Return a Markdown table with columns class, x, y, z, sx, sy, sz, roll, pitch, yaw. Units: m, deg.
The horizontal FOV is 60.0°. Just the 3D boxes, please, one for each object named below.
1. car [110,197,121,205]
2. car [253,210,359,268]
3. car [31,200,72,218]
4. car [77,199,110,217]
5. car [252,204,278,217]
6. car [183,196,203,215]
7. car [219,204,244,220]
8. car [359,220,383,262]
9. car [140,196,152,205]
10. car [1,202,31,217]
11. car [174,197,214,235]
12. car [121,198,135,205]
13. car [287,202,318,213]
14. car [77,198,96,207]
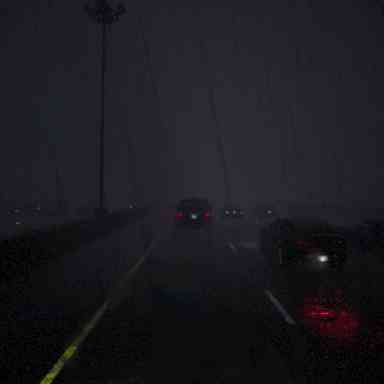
| class | x | y | z | sx | sy | sz | roll | pitch | yaw |
| --- | --- | --- | --- | --- | --- | --- | --- | --- | --- |
| car | -17.488 | 1.951 | 75.939 | 2.097 | 1.767 | 4.553 | 0 | -1 | 0 |
| car | 3.602 | 1.601 | 11.586 | 1.837 | 1.490 | 4.892 | 0 | 0 | 0 |
| car | -14.086 | 1.636 | 34.103 | 2.097 | 1.767 | 4.553 | 0 | 0 | 0 |
| car | -10.588 | 1.771 | 35.254 | 1.882 | 1.535 | 5.008 | 0 | 0 | 0 |
| car | 7.106 | 1.832 | 32.445 | 1.994 | 1.385 | 4.181 | 0 | 0 | 0 |
| car | 0.110 | 1.549 | 39.479 | 2.150 | 2.045 | 5.566 | 0 | 0 | 0 |
| car | 3.605 | 1.802 | 30.737 | 2.033 | 1.411 | 5.357 | 0 | 0 | 0 |
| car | 7.103 | 1.704 | 12.484 | 1.895 | 1.301 | 4.718 | 0 | 0 | 0 |
| car | -10.488 | 1.820 | 75.880 | 2.150 | 2.045 | 5.566 | 0 | -1 | 0 |
| car | -17.587 | 1.790 | 34.282 | 1.837 | 1.490 | 4.892 | 0 | 0 | 0 |
| car | 0.104 | 1.391 | 20.103 | 2.150 | 2.045 | 5.566 | 0 | 0 | 0 |
| car | -13.988 | 2.125 | 74.588 | 1.994 | 1.385 | 4.181 | 0 | 0 | 0 |
| car | 10.605 | 1.771 | 32.228 | 1.837 | 1.490 | 4.892 | 0 | 0 | 0 |
| car | -20.989 | 2.075 | 66.312 | 2.128 | 1.511 | 4.902 | 0 | 0 | 0 |
